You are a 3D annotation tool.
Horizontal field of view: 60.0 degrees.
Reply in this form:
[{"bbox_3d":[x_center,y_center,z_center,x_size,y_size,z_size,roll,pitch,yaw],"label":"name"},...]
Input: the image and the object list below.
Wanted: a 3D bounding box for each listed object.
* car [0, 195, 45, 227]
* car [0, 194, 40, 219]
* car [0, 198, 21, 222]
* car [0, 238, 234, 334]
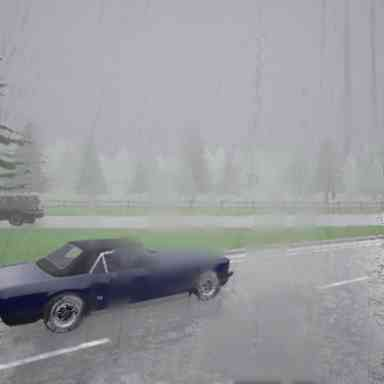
[{"bbox_3d":[-13.008,1.231,22.605,5.566,2.045,2.150,-1,0,-1],"label":"car"},{"bbox_3d":[-16.759,1.247,29.445,5.566,2.045,2.150,0,-1,-3],"label":"car"},{"bbox_3d":[-16.157,1.364,25.997,4.553,1.767,2.097,0,0,-3],"label":"car"},{"bbox_3d":[-1.416,1.625,6.789,4.718,1.301,1.895,1,0,-36],"label":"car"}]
